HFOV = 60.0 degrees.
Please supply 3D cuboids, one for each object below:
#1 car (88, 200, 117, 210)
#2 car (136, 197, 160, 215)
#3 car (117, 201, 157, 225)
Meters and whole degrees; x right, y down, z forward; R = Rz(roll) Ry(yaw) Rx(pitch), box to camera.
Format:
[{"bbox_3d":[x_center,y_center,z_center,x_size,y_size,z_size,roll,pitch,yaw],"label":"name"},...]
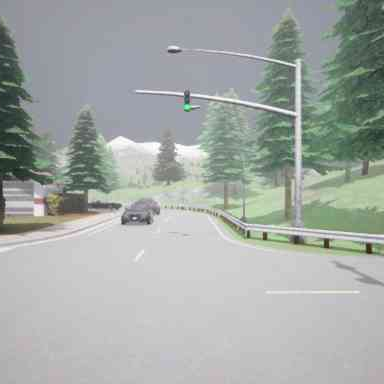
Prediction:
[{"bbox_3d":[-11.223,1.606,41.741,4.718,1.301,1.895,0,0,14],"label":"car"},{"bbox_3d":[-4.680,1.351,33.976,2.097,1.767,4.553,0,0,-19],"label":"car"},{"bbox_3d":[-3.886,1.563,24.182,1.994,1.385,4.181,0,0,-2],"label":"car"}]
